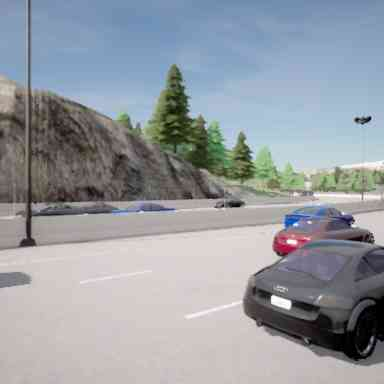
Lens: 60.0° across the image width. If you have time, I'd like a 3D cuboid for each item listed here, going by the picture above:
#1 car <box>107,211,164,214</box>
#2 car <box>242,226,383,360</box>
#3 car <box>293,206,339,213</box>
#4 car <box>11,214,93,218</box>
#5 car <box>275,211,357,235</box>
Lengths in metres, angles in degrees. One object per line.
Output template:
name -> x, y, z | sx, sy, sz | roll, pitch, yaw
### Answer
car -> -3.520, 1.520, 23.479 | 5.008, 1.535, 1.882 | 0, 0, -39
car -> 2.893, 1.571, 6.042 | 4.181, 1.385, 1.994 | 0, 0, -37
car -> 7.155, 1.500, 18.444 | 5.008, 1.535, 1.882 | 0, 0, -40
car -> -9.806, 1.540, 22.991 | 4.902, 1.511, 2.128 | 0, 0, -38
car -> 4.797, 1.579, 11.974 | 4.181, 1.385, 1.994 | 0, 0, -38
